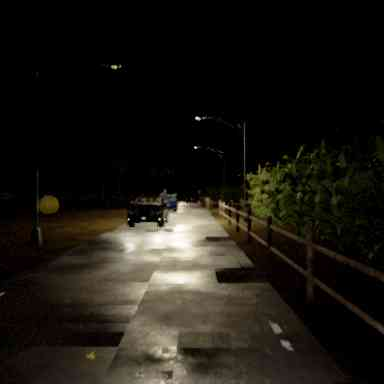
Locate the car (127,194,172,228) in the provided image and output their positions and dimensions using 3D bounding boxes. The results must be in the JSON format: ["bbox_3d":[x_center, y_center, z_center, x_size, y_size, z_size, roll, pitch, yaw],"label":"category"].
[{"bbox_3d":[-2.782,1.171,22.029,2.150,2.045,5.566,0,0,0],"label":"car"}]

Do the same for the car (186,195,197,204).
[{"bbox_3d":[-0.020,1.436,64.515,2.097,1.767,4.553,0,0,0],"label":"car"}]

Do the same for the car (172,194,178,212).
[{"bbox_3d":[-2.761,1.262,37.553,2.150,2.045,5.566,0,0,0],"label":"car"}]
